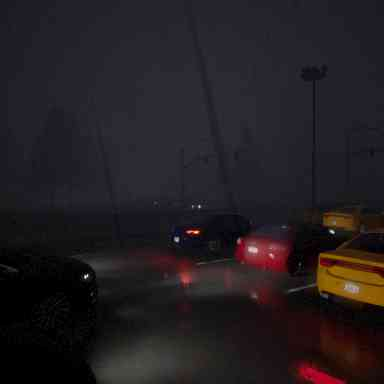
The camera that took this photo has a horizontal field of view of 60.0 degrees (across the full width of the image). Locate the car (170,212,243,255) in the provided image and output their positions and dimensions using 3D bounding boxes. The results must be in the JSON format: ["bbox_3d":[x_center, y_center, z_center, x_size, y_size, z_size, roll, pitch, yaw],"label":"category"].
[{"bbox_3d":[1.349,1.526,13.200,4.674,1.442,1.812,0,0,-35],"label":"car"}]

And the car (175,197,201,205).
[{"bbox_3d":[-0.466,1.547,57.958,2.033,1.411,5.357,0,0,-27],"label":"car"}]

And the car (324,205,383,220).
[{"bbox_3d":[9.525,1.478,18.891,5.008,1.535,1.882,0,0,-35],"label":"car"}]

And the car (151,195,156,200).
[{"bbox_3d":[-8.074,1.524,77.984,1.812,1.442,4.674,0,0,-13],"label":"car"}]

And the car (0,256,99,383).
[{"bbox_3d":[-2.928,1.505,1.645,4.892,1.490,1.837,0,0,-35],"label":"car"}]

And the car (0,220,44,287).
[{"bbox_3d":[-6.515,1.547,7.714,5.357,1.411,2.033,0,0,-35],"label":"car"}]

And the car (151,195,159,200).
[{"bbox_3d":[-10.142,1.552,91.399,1.994,1.385,4.181,0,0,-6],"label":"car"}]

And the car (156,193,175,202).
[{"bbox_3d":[-5.091,1.224,68.278,2.150,2.045,5.566,0,0,-21],"label":"car"}]

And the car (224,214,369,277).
[{"bbox_3d":[3.324,1.564,10.309,4.181,1.385,1.994,0,0,-35],"label":"car"}]

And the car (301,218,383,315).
[{"bbox_3d":[4.738,1.478,7.033,5.008,1.535,1.882,0,0,-35],"label":"car"}]

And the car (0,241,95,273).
[{"bbox_3d":[-3.974,1.492,5.192,4.902,1.511,2.128,0,0,-35],"label":"car"}]
